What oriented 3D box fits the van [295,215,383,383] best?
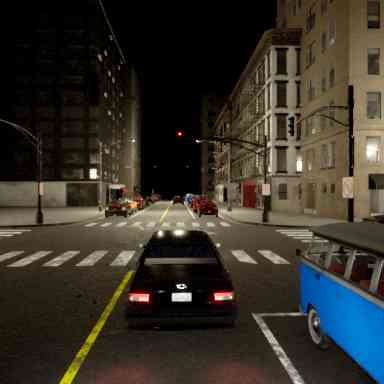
[{"bbox_3d":[2.536,1.341,3.702,1.690,1.788,3.998,0,0,-2],"label":"van"}]

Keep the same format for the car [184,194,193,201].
[{"bbox_3d":[-0.940,1.424,84.602,1.967,1.590,4.097,0,0,-2],"label":"car"}]

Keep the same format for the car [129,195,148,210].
[{"bbox_3d":[-7.100,1.313,41.022,2.192,1.841,5.009,0,0,-2],"label":"car"}]

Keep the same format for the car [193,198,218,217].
[{"bbox_3d":[1.382,1.544,30.557,1.887,1.381,4.507,0,0,-2],"label":"car"}]

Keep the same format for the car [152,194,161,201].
[{"bbox_3d":[-8.958,1.424,84.258,1.967,1.590,4.097,0,0,-2],"label":"car"}]

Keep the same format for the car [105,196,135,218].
[{"bbox_3d":[-6.636,1.439,30.213,1.967,1.590,4.097,0,0,-2],"label":"car"}]

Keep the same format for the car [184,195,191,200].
[{"bbox_3d":[-1.172,1.527,90.006,1.887,1.381,4.507,0,0,-2],"label":"car"}]

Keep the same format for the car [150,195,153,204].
[{"bbox_3d":[-7.565,1.562,51.831,1.947,1.339,4.313,0,0,-2],"label":"car"}]

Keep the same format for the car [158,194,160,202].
[{"bbox_3d":[-8.261,1.556,68.044,1.947,1.339,4.313,0,0,-2],"label":"car"}]

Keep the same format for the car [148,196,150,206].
[{"bbox_3d":[-7.325,1.523,46.256,1.752,1.417,4.829,0,0,-2],"label":"car"}]

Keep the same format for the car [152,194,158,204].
[{"bbox_3d":[-8.029,1.543,62.640,2.008,1.369,4.403,0,0,-2],"label":"car"}]

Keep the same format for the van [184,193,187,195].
[{"bbox_3d":[-0.475,1.329,73.793,1.690,1.788,3.998,0,0,-2],"label":"van"}]

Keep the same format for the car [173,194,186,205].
[{"bbox_3d":[-2.404,1.520,59.449,1.812,1.442,4.674,0,0,-3],"label":"car"}]

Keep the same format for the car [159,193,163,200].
[{"bbox_3d":[-8.725,1.301,78.853,2.192,1.841,5.009,0,0,-2],"label":"car"}]

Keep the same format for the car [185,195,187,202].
[{"bbox_3d":[0.221,1.560,57.580,1.947,1.339,4.313,0,0,-2],"label":"car"}]

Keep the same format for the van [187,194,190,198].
[{"bbox_3d":[0.453,1.337,52.176,1.690,1.788,3.998,0,0,-2],"label":"van"}]

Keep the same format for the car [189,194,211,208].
[{"bbox_3d":[1.150,1.314,35.961,2.192,1.841,5.009,0,0,-2],"label":"car"}]

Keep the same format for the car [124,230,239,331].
[{"bbox_3d":[-0.257,1.547,7.258,2.033,1.411,5.357,0,0,-2],"label":"car"}]

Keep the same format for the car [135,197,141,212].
[{"bbox_3d":[-6.861,1.524,35.447,1.752,1.417,4.829,0,0,-2],"label":"car"}]

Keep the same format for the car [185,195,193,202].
[{"bbox_3d":[-0.715,1.511,79.368,1.752,1.417,4.829,0,0,-2],"label":"car"}]

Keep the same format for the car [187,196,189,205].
[{"bbox_3d":[0.685,1.542,46.771,1.887,1.381,4.507,0,0,-2],"label":"car"}]
